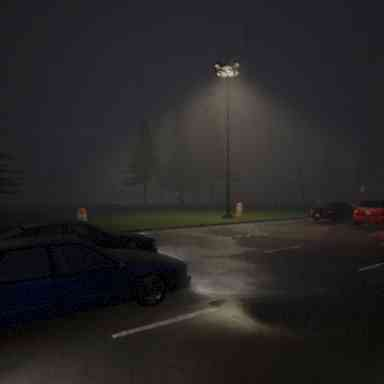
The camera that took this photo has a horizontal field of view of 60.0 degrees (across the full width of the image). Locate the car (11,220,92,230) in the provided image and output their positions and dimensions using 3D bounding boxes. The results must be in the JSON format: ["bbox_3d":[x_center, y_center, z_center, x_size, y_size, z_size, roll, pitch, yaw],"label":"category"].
[{"bbox_3d":[-3.699,1.536,9.706,5.357,1.411,2.033,0,0,-36],"label":"car"}]

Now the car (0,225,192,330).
[{"bbox_3d":[-2.636,1.541,6.165,5.357,1.411,2.033,0,0,-35],"label":"car"}]

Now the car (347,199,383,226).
[{"bbox_3d":[12.239,1.250,21.073,4.553,1.767,2.097,0,0,-35],"label":"car"}]

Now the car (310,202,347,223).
[{"bbox_3d":[10.534,1.422,24.226,4.674,1.442,1.812,0,0,-35],"label":"car"}]
